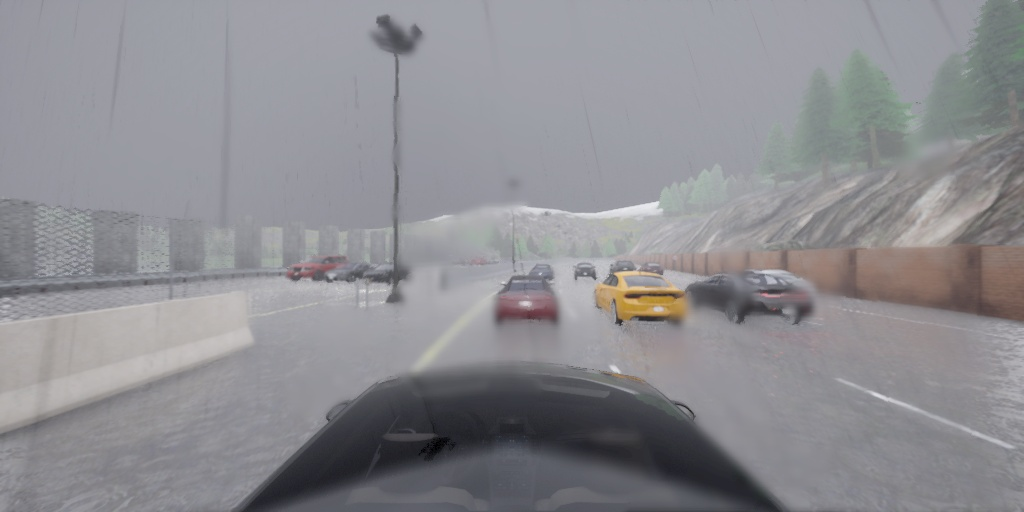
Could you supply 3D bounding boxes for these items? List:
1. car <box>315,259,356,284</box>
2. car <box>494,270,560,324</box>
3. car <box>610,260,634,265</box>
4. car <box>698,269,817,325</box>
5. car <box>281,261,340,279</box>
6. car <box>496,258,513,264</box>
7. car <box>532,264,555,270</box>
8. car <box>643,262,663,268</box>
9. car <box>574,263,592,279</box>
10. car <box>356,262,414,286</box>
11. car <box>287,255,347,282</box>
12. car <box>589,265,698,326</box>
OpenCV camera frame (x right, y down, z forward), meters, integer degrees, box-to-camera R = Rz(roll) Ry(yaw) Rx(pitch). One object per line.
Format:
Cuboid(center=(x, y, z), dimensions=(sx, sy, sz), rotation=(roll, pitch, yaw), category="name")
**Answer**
Cuboid(center=(-12.174, 1.241, 27.282), dimensions=(2.128, 1.511, 4.902), rotation=(0, 0, 8), category="car")
Cuboid(center=(0.529, 1.329, 12.053), dimensions=(1.994, 1.385, 4.181), rotation=(0, 0, 3), category="car")
Cuboid(center=(10.381, 1.170, 33.632), dimensions=(2.097, 1.767, 4.553), rotation=(0, 0, 10), category="car")
Cuboid(center=(7.525, 1.276, 11.943), dimensions=(2.128, 1.511, 4.902), rotation=(0, 0, 3), category="car")
Cuboid(center=(-18.370, 1.232, 33.038), dimensions=(2.128, 1.511, 4.902), rotation=(0, 0, 9), category="car")
Cuboid(center=(-0.864, 1.183, 64.910), dimensions=(2.097, 1.767, 4.553), rotation=(0, -1, 14), category="car")
Cuboid(center=(2.586, 1.357, 29.798), dimensions=(1.994, 1.385, 4.181), rotation=(0, 0, 9), category="car")
Cuboid(center=(14.817, 1.362, 38.126), dimensions=(1.812, 1.442, 4.674), rotation=(0, 0, 11), category="car")
Cuboid(center=(6.658, 1.333, 32.815), dimensions=(1.812, 1.442, 4.674), rotation=(0, 0, 10), category="car")
Cuboid(center=(-8.854, 1.234, 25.988), dimensions=(1.882, 1.535, 5.008), rotation=(0, 0, 8), category="car")
Cuboid(center=(-15.471, 0.966, 29.124), dimensions=(2.150, 2.045, 5.566), rotation=(0, 0, 9), category="car")
Cuboid(center=(4.014, 1.251, 11.943), dimensions=(1.882, 1.535, 5.008), rotation=(0, 0, 3), category="car")
